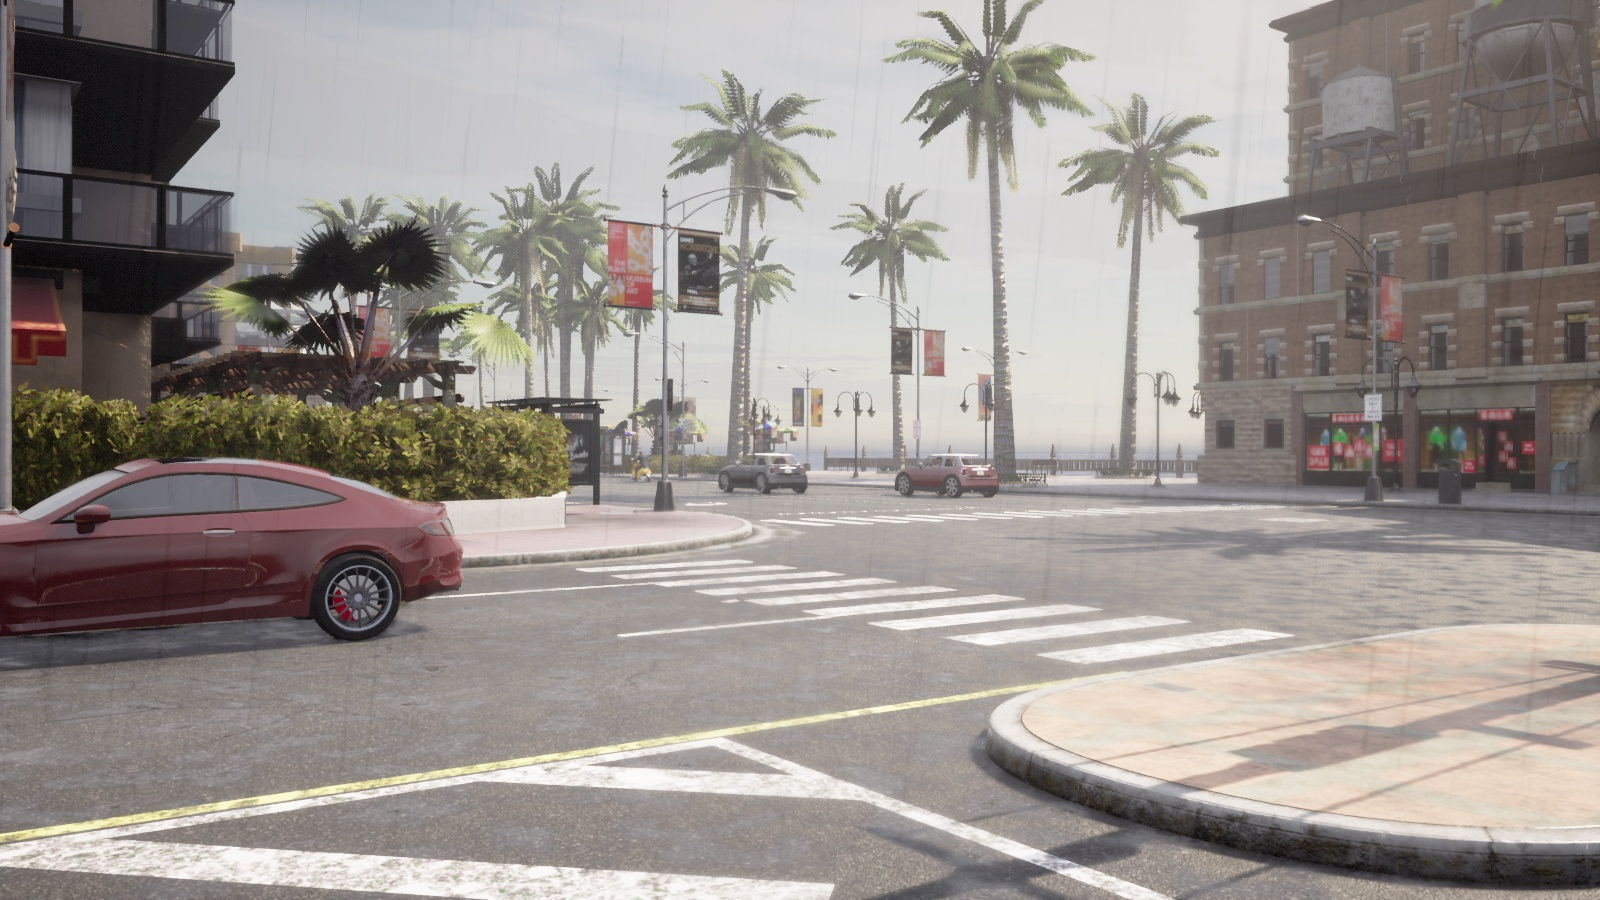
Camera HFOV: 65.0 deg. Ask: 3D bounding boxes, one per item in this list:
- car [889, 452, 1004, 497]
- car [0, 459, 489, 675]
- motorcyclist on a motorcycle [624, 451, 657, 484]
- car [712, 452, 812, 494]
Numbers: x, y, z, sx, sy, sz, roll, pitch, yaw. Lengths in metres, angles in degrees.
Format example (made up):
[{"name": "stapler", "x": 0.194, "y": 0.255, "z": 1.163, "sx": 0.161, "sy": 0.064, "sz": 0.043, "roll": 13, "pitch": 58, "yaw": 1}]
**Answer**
[{"name": "car", "x": 5.047, "y": 0.806, "z": 43.632, "sx": 1.970, "sy": 1.475, "sz": 3.806, "roll": 0, "pitch": 0, "yaw": -34}, {"name": "car", "x": -5.027, "y": 0.805, "z": 9.873, "sx": 4.674, "sy": 1.442, "sz": 1.812, "roll": 0, "pitch": 0, "yaw": -35}, {"name": "motorcyclist on a motorcycle", "x": -7.979, "y": 0.869, "z": 62.732, "sx": 0.866, "sy": 1.590, "sz": 1.817, "roll": 0, "pitch": 0, "yaw": -35}, {"name": "car", "x": -1.468, "y": 0.828, "z": 46.959, "sx": 1.970, "sy": 1.475, "sz": 3.806, "roll": 0, "pitch": 0, "yaw": -34}]
